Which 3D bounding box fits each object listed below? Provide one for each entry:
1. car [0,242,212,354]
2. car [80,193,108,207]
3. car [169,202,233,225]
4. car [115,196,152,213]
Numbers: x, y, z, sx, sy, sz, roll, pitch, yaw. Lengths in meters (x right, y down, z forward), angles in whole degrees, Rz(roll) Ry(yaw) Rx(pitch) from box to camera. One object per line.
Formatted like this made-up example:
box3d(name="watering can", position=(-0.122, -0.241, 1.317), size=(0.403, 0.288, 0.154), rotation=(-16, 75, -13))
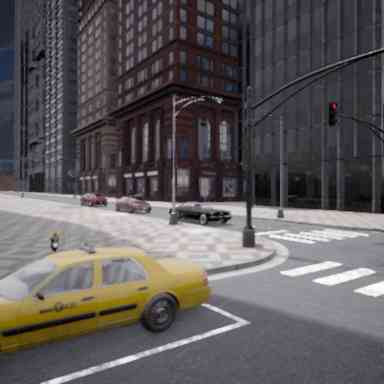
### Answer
box3d(name="car", position=(-1.915, 1.531, 5.282), size=(4.829, 1.417, 1.752), rotation=(0, 0, -36))
box3d(name="car", position=(-11.309, 0.854, 38.247), size=(1.882, 1.535, 5.008), rotation=(0, 1, -36))
box3d(name="car", position=(0.505, 1.346, 21.865), size=(1.895, 1.301, 4.718), rotation=(0, 1, -36))
box3d(name="car", position=(-5.368, 1.084, 29.999), size=(1.812, 1.442, 4.674), rotation=(0, 1, -36))
